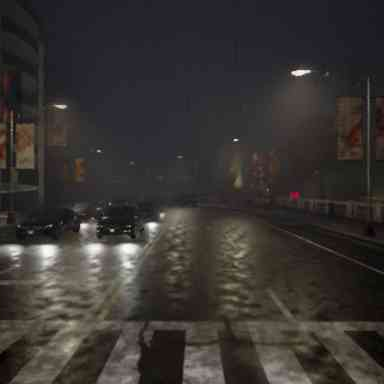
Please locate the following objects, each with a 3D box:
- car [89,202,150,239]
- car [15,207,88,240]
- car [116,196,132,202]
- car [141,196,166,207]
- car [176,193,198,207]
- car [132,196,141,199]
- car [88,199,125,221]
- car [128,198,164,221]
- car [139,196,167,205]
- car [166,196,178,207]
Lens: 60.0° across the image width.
[{"bbox_3d":[-3.602,1.477,17.403,1.837,1.490,4.892,0,0,0],"label":"car"},{"bbox_3d":[-7.100,1.499,16.974,1.812,1.442,4.674,0,0,0],"label":"car"},{"bbox_3d":[-7.801,1.447,36.508,1.837,1.490,4.892,0,0,-10],"label":"car"},{"bbox_3d":[-4.385,1.418,37.215,1.882,1.535,5.008,0,0,-10],"label":"car"},{"bbox_3d":[-1.184,1.143,49.151,2.150,2.045,5.566,0,0,-29],"label":"car"},{"bbox_3d":[-9.613,1.416,55.759,1.837,1.490,4.892,0,0,-43],"label":"car"},{"bbox_3d":[-7.099,1.505,26.478,2.033,1.411,5.357,0,0,0],"label":"car"},{"bbox_3d":[-3.605,1.462,26.818,1.837,1.490,4.892,0,0,0],"label":"car"},{"bbox_3d":[-6.886,1.455,57.952,2.033,1.411,5.357,0,0,-43],"label":"car"},{"bbox_3d":[-4.219,1.488,47.421,1.994,1.385,4.181,0,0,-29],"label":"car"}]
